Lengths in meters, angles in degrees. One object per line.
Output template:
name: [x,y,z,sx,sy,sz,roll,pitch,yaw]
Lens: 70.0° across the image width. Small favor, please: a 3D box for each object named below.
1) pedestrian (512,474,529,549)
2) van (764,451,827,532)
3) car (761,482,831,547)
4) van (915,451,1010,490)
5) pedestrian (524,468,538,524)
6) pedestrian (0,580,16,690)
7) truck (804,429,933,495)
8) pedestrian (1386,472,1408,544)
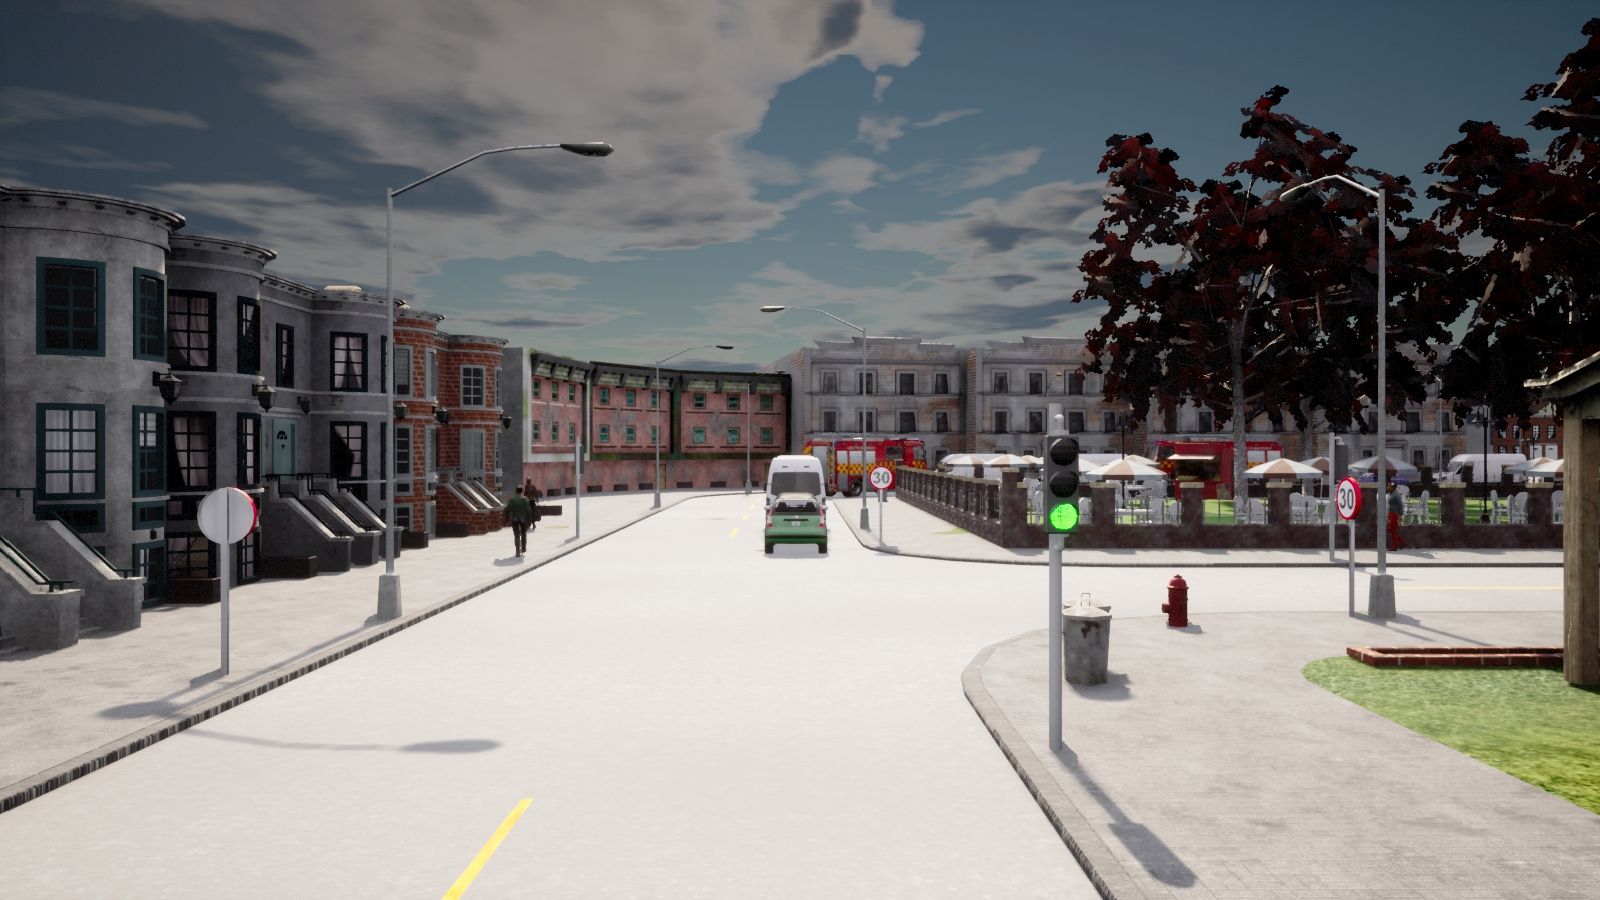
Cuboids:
pedestrian: [-6.960,1.524,28.453,0.375,1.860,0.375,0,0,-5]
van: [-0.147,1.315,39.074,1.988,2.561,5.915,0,0,0]
car: [-0.119,1.779,32.373,1.851,1.617,3.988,0,0,0]
van: [10.550,1.314,74.428,5.915,2.561,1.988,0,0,0]
pedestrian: [-9.035,1.524,38.341,0.375,1.860,0.375,0,0,4]
pedestrian: [-8.431,1.904,11.685,0.500,1.100,0.500,0,0,-2]
truck: [4.295,0.672,70.228,8.468,3.827,2.891,0,0,-43]
pedestrian: [15.669,1.517,29.989,0.375,1.860,0.375,0,0,1]
